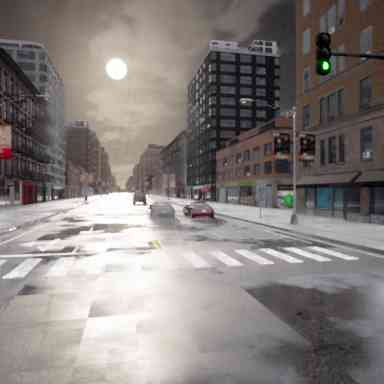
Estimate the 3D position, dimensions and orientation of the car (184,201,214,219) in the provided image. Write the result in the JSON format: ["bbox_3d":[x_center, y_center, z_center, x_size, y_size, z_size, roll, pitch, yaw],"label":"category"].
[{"bbox_3d":[0.536,1.498,28.655,1.994,1.385,4.181,0,0,-12],"label":"car"}]

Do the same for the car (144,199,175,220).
[{"bbox_3d":[-2.629,1.500,27.915,1.994,1.385,4.181,0,0,-12],"label":"car"}]

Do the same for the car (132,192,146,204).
[{"bbox_3d":[-9.135,1.081,57.792,2.150,2.045,5.566,0,0,-12],"label":"car"}]
